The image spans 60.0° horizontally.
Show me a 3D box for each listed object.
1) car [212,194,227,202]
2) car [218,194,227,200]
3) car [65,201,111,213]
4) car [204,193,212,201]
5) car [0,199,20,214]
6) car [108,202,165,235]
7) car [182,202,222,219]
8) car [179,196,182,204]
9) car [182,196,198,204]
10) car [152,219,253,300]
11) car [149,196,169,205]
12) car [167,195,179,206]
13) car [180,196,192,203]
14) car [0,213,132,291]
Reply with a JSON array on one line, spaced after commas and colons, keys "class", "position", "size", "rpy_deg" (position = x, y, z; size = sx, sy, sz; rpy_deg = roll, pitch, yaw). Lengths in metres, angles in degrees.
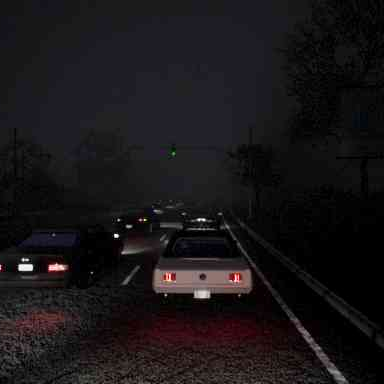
[{"class": "car", "position": [6.277, 1.548, 76.636], "size": [1.994, 1.385, 4.181], "rpy_deg": [0, 0, 9]}, {"class": "car", "position": [7.936, 1.346, 86.342], "size": [1.882, 1.535, 5.008], "rpy_deg": [0, 0, 11]}, {"class": "car", "position": [-10.804, 1.601, 35.216], "size": [4.718, 1.301, 1.895], "rpy_deg": [0, 0, -2]}, {"class": "car", "position": [4.435, 1.225, 86.646], "size": [2.150, 2.045, 5.566], "rpy_deg": [0, 0, 11]}, {"class": "car", "position": [-20.969, 1.493, 35.572], "size": [4.902, 1.511, 2.128], "rpy_deg": [0, 0, 6]}, {"class": "car", "position": [-2.949, 1.526, 18.693], "size": [1.812, 1.442, 4.674], "rpy_deg": [0, 0, 4]}, {"class": "car", "position": [0.513, 1.505, 17.580], "size": [1.837, 1.490, 4.892], "rpy_deg": [0, 0, 2]}, {"class": "car", "position": [-2.808, 1.505, 63.019], "size": [1.837, 1.490, 4.892], "rpy_deg": [0, 0, 8]}, {"class": "car", "position": [-0.078, 1.600, 55.039], "size": [1.895, 1.301, 4.718], "rpy_deg": [0, 0, 6]}, {"class": "car", "position": [0.228, 1.601, 8.355], "size": [1.895, 1.301, 4.718], "rpy_deg": [0, 0, 1]}, {"class": "car", "position": [-4.853, 1.601, 45.180], "size": [1.895, 1.301, 4.718], "rpy_deg": [0, 0, 5]}, {"class": "car", "position": [-3.918, 1.352, 54.101], "size": [2.097, 1.767, 4.553], "rpy_deg": [0, 0, 7]}, {"class": "car", "position": [-1.379, 1.552, 72.976], "size": [1.994, 1.385, 4.181], "rpy_deg": [0, 0, 8]}, {"class": "car", "position": [-3.261, 1.547, 9.115], "size": [2.033, 1.411, 5.357], "rpy_deg": [0, 0, 1]}]
